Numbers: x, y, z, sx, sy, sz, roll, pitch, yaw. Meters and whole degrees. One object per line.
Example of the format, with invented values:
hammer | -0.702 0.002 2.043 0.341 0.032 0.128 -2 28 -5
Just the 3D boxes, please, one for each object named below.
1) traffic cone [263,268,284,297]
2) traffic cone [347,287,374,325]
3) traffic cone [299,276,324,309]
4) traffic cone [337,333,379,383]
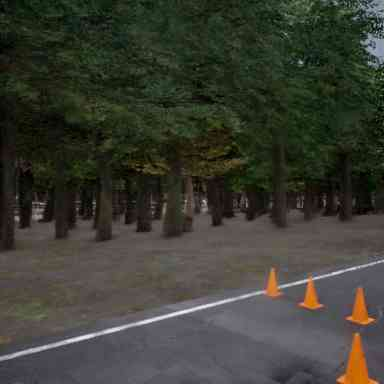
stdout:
traffic cone | 1.841 2.023 7.575 0.340 0.580 0.340 0 -1 -36
traffic cone | 3.011 1.998 5.953 0.340 0.580 0.340 0 -1 -36
traffic cone | 2.426 2.010 6.764 0.340 0.580 0.340 0 -1 -36
traffic cone | 1.974 1.985 3.973 0.340 0.580 0.340 0 -1 -36
